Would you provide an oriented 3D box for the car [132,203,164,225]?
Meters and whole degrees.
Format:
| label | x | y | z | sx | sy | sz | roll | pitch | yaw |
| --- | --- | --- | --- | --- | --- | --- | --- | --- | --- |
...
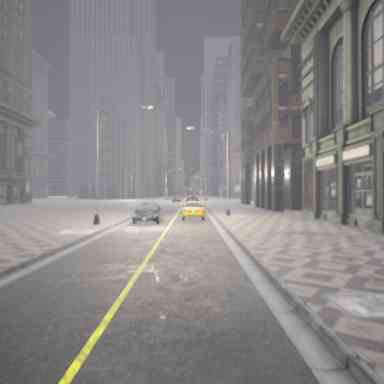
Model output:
| label | x | y | z | sx | sy | sz | roll | pitch | yaw |
| --- | --- | --- | --- | --- | --- | --- | --- | --- | --- |
| car | -3.090 | 1.505 | 23.995 | 1.812 | 1.442 | 4.674 | 0 | 0 | 0 |

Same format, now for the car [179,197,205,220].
| label | x | y | z | sx | sy | sz | roll | pitch | yaw |
| --- | --- | --- | --- | --- | --- | --- | --- | --- | --- |
| car | 0.103 | 1.432 | 27.607 | 1.801 | 1.575 | 5.366 | 0 | 0 | 0 |

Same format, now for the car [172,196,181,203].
| label | x | y | z | sx | sy | sz | roll | pitch | yaw |
| --- | --- | --- | --- | --- | --- | --- | --- | --- | --- |
| car | -2.996 | 1.497 | 66.186 | 1.837 | 1.490 | 4.892 | 0 | 0 | 0 |
